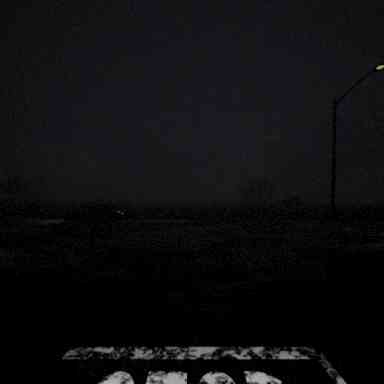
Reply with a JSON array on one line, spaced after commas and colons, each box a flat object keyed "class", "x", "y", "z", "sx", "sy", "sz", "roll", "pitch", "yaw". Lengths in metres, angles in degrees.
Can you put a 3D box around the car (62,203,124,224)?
[{"class": "car", "x": -6.953, "y": 1.482, "z": 23.672, "sx": 4.181, "sy": 1.385, "sz": 1.994, "roll": 1, "pitch": 1, "yaw": 0}]
